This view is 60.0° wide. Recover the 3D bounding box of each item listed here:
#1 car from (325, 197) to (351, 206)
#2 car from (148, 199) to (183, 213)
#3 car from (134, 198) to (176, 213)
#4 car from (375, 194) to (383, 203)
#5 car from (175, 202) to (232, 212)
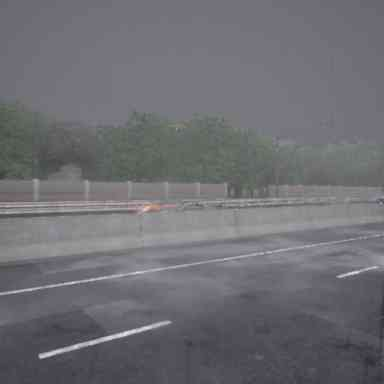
[{"bbox_3d":[21.325,1.491,48.403,4.892,1.490,1.837,0,0,-38],"label":"car"},{"bbox_3d":[-0.444,1.486,25.171,4.902,1.511,2.128,0,0,-35],"label":"car"},{"bbox_3d":[-2.558,1.346,27.962,4.553,1.767,2.097,0,0,-35],"label":"car"},{"bbox_3d":[30.680,1.209,51.592,5.566,2.045,2.150,0,0,-35],"label":"car"},{"bbox_3d":[1.335,1.558,22.140,4.181,1.385,1.994,0,0,-35],"label":"car"}]
